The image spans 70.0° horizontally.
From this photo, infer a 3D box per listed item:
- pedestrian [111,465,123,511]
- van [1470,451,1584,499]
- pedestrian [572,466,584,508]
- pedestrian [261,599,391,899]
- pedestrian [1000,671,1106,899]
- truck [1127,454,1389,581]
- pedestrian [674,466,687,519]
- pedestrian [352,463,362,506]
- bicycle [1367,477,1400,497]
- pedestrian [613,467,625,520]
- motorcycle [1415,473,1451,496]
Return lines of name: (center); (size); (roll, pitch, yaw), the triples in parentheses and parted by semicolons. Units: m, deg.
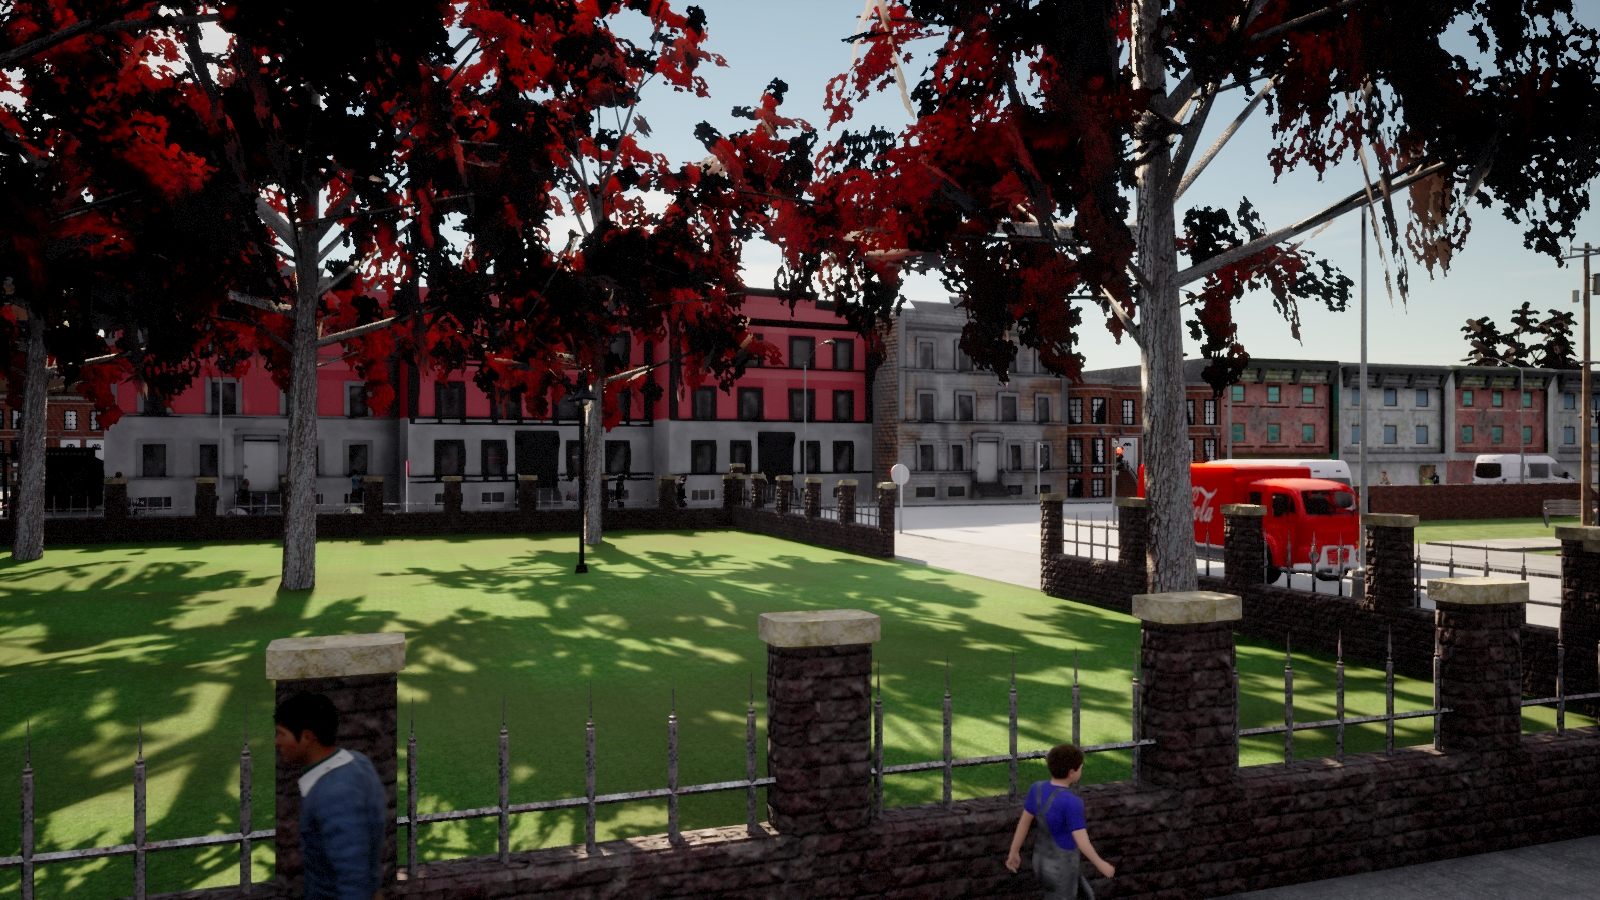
pedestrian: (-27.704, 1.524, 46.367); (0.375, 1.860, 0.375); (0, 0, -23)
van: (39.425, 1.314, 61.977); (5.915, 2.561, 1.988); (0, 0, -20)
pedestrian: (-9.798, 1.628, 50.370); (0.375, 1.860, 0.375); (0, 0, 38)
pedestrian: (-1.792, 1.526, 4.348); (0.375, 1.860, 0.375); (0, 0, -8)
pedestrian: (1.265, 1.806, 5.725); (0.375, 1.300, 0.375); (0, 0, -20)
truck: (9.963, 1.342, 25.445); (2.627, 2.467, 5.204); (0, 0, -20)
pedestrian: (-4.323, 1.526, 41.188); (0.375, 1.860, 0.375); (0, 0, -21)
pedestrian: (-19.389, 1.522, 50.012); (0.375, 1.860, 0.375); (0, 0, -20)
bicycle: (32.543, 2.036, 63.766); (1.487, 1.080, 0.859); (0, 0, -20)
pedestrian: (-6.377, 1.525, 40.232); (0.375, 1.860, 0.375); (0, 0, -17)
motorcycle: (36.002, 1.962, 64.979); (1.805, 1.236, 0.856); (0, 0, -20)
